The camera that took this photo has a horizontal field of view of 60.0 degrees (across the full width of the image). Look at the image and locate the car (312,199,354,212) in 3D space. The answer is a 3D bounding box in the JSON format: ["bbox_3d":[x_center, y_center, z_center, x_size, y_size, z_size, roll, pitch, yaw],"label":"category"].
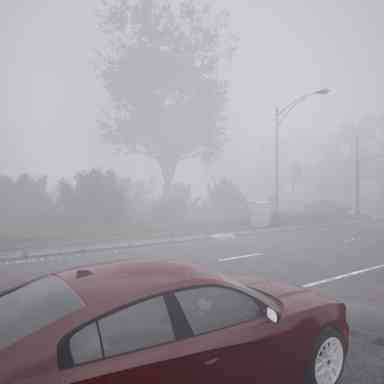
[{"bbox_3d":[16.896,1.564,40.043,1.994,1.385,4.181,0,0,-32],"label":"car"}]

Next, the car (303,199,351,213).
[{"bbox_3d":[14.763,1.601,36.863,1.895,1.301,4.718,0,0,-32],"label":"car"}]

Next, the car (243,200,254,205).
[{"bbox_3d":[8.331,1.502,53.529,1.812,1.442,4.674,0,0,-33],"label":"car"}]

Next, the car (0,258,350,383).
[{"bbox_3d":[-0.315,1.478,3.520,5.008,1.535,1.882,0,0,-35],"label":"car"}]
